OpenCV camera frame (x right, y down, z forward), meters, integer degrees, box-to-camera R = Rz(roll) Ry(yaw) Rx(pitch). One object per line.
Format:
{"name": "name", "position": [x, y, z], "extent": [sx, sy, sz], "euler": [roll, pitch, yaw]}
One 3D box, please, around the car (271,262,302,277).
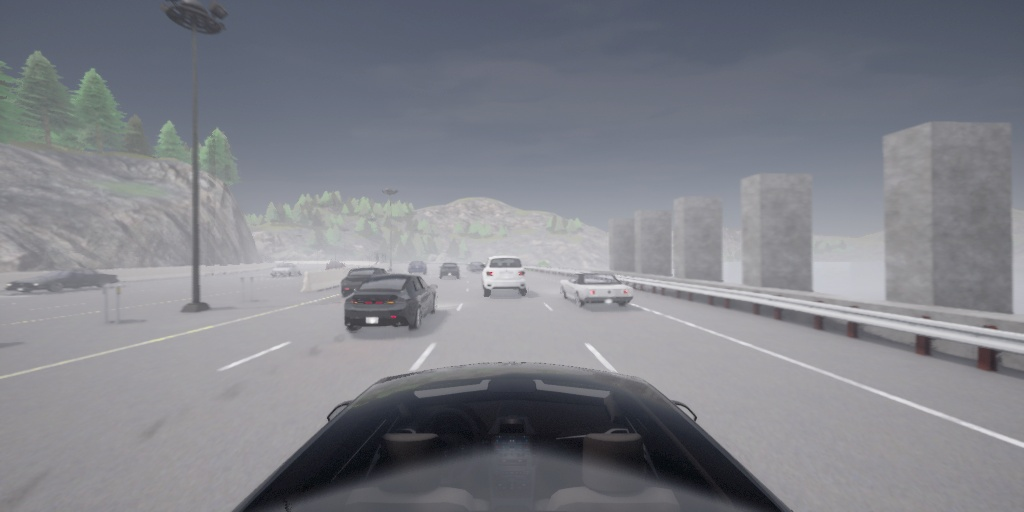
{"name": "car", "position": [-25.322, 1.589, 40.386], "extent": [1.812, 1.442, 4.674], "euler": [0, 0, -12]}

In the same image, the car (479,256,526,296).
{"name": "car", "position": [-0.547, 1.020, 20.012], "extent": [2.150, 2.045, 5.566], "euler": [0, 0, -6]}

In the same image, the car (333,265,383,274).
{"name": "car", "position": [-7.588, 1.363, 19.286], "extent": [1.837, 1.490, 4.892], "euler": [0, 0, -6]}

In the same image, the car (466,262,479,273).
{"name": "car", "position": [-4.815, 1.446, 47.025], "extent": [2.033, 1.411, 5.357], "euler": [0, 0, -15]}

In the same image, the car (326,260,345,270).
{"name": "car", "position": [-23.745, 1.546, 48.540], "extent": [1.882, 1.535, 5.008], "euler": [0, 0, -15]}

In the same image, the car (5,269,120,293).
{"name": "car", "position": [-29.487, 1.609, 23.896], "extent": [2.033, 1.411, 5.357], "euler": [0, 0, -7]}

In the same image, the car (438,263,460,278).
{"name": "car", "position": [-6.125, 1.388, 35.088], "extent": [1.837, 1.490, 4.892], "euler": [1, 0, -11]}

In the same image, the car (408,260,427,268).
{"name": "car", "position": [-11.381, 1.299, 43.234], "extent": [2.097, 1.767, 4.553], "euler": [-1, 0, -13]}

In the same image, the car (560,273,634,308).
{"name": "car", "position": [3.351, 1.353, 15.220], "extent": [1.895, 1.301, 4.718], "euler": [0, 0, -4]}

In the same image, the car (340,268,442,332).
{"name": "car", "position": [-3.533, 1.309, 11.142], "extent": [1.837, 1.490, 4.892], "euler": [0, 0, -3]}
